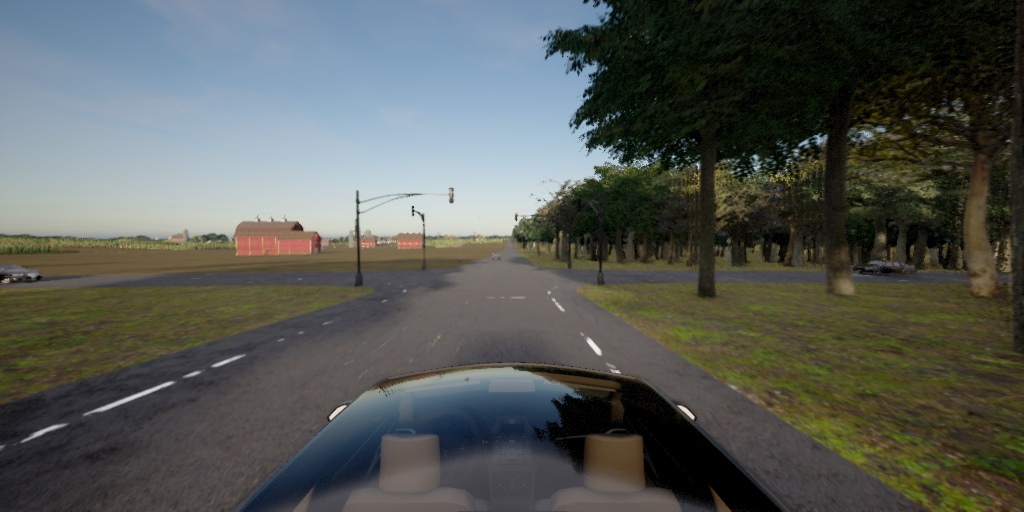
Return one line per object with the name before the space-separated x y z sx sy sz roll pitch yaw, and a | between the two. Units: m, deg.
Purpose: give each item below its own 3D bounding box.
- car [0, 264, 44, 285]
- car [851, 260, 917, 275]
car | -40.125 1.412 28.193 4.902 1.511 2.128 -1 3 -2
car | 36.976 1.135 35.690 5.357 1.411 2.033 0 3 -3
